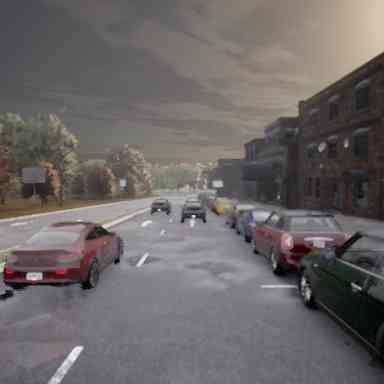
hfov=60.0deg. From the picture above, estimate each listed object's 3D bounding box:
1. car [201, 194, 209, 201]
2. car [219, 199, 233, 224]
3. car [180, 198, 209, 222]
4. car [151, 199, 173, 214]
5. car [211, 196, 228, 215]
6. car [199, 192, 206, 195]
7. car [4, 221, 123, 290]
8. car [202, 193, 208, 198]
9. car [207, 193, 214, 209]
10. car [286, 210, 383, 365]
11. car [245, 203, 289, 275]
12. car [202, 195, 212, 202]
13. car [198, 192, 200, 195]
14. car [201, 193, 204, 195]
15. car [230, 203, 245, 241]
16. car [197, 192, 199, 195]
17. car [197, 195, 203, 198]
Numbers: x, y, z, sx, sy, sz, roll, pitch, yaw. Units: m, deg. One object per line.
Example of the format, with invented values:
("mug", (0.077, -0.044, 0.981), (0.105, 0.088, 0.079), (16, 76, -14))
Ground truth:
("car", (3.227, 1.366, 82.636), (1.946, 1.575, 5.366), (0, 0, 0))
("car", (3.234, 1.452, 21.541), (2.231, 1.521, 4.892), (0, 0, 0))
("car", (0.112, 1.470, 26.106), (1.837, 1.490, 4.892), (0, 0, 0))
("car", (-3.136, 1.458, 34.400), (1.837, 1.490, 4.892), (0, 0, 0))
("car", (3.239, 1.433, 32.783), (1.946, 1.575, 5.366), (0, 0, 0))
("car", (3.234, 1.140, 65.903), (2.435, 2.045, 5.566), (0, 0, 0))
("car", (-3.144, 1.514, 8.949), (1.812, 1.442, 4.674), (0, 0, 0))
("car", (3.238, 1.407, 54.693), (2.231, 1.521, 4.892), (0, 0, 0))
("car", (3.244, 1.303, 38.092), (2.185, 1.767, 4.553), (0, 0, 0))
("car", (3.228, 1.347, 5.066), (2.185, 1.767, 4.553), (0, 0, 0))
("car", (3.230, 1.340, 10.591), (2.185, 1.767, 4.553), (0, 0, 0))
("car", (3.232, 1.380, 71.586), (1.946, 1.575, 5.366), (0, 0, 0))
("car", (3.230, 1.251, 76.894), (2.185, 1.767, 4.553), (0, 0, 0))
("car", (3.238, 1.400, 60.220), (2.231, 1.521, 4.892), (0, 0, 0))
("car", (3.233, 1.498, 16.020), (2.002, 1.452, 4.674), (0, 0, 0))
("car", (3.280, 1.361, 89.508), (2.231, 1.521, 4.892), (0, 0, 1))
("car", (0.116, 1.468, 42.978), (1.812, 1.442, 4.674), (0, 0, 0))
